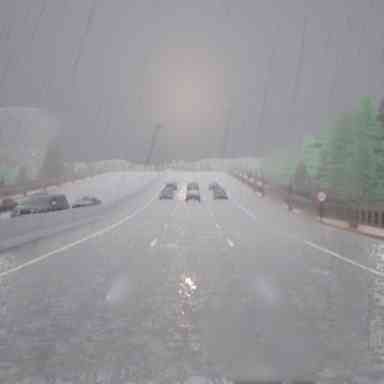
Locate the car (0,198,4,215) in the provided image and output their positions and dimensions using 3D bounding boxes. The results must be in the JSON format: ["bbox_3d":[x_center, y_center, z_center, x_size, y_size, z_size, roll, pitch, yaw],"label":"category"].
[{"bbox_3d":[-17.563,1.292,30.311,1.812,1.442,4.674,0,3,1],"label":"car"}]

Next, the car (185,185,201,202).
[{"bbox_3d":[0.168,0.373,42.230,1.812,1.442,4.674,0,6,0],"label":"car"}]

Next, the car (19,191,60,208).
[{"bbox_3d":[-17.479,0.756,38.468,2.033,1.411,5.357,0,5,2],"label":"car"}]

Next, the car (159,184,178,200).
[{"bbox_3d":[-3.313,0.205,44.053,2.033,1.411,5.357,0,6,0],"label":"car"}]

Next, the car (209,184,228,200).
[{"bbox_3d":[3.687,0.215,43.924,2.033,1.411,5.357,0,6,0],"label":"car"}]

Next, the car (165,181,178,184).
[{"bbox_3d":[-3.358,-1.068,54.341,1.837,1.490,4.892,0,7,0],"label":"car"}]

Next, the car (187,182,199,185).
[{"bbox_3d":[0.142,-0.980,54.091,1.994,1.385,4.181,0,7,0],"label":"car"}]

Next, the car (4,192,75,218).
[{"bbox_3d":[-10.572,1.228,23.733,2.150,2.045,5.566,0,1,0],"label":"car"}]

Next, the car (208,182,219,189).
[{"bbox_3d":[3.642,-0.977,54.345,1.895,1.301,4.718,0,7,0],"label":"car"}]

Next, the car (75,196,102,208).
[{"bbox_3d":[-10.550,1.131,33.678,1.994,1.385,4.181,0,4,0],"label":"car"}]
